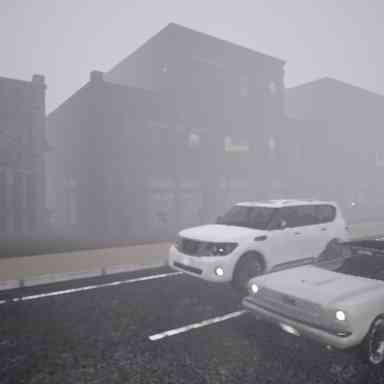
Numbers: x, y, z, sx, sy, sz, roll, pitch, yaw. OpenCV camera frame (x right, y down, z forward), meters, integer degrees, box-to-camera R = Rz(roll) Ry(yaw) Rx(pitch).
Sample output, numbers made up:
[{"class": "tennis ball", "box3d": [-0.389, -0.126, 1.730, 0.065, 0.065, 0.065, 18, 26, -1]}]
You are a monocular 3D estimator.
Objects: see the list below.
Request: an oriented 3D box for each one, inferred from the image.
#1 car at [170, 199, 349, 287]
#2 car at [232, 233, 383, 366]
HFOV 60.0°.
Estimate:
[{"class": "car", "box3d": [2.107, 1.241, 9.189, 5.566, 2.045, 2.150, 0, 0, -36]}, {"class": "car", "box3d": [3.159, 1.618, 5.948, 4.718, 1.301, 1.895, 0, 0, -36]}]
